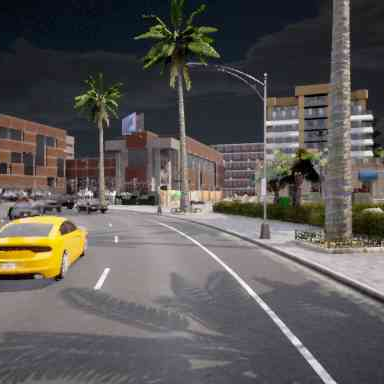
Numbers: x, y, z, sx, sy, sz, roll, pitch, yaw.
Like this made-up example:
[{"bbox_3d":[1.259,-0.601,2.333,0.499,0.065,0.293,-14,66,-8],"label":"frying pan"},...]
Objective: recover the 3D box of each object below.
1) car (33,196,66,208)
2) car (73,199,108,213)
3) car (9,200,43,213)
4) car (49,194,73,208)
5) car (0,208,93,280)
[{"bbox_3d":[-15.785,1.529,36.124,1.837,1.490,4.892,0,0,-40],"label":"car"},{"bbox_3d":[-10.799,1.625,35.616,1.895,1.301,4.718,0,0,-37],"label":"car"},{"bbox_3d":[-13.825,1.583,27.283,1.994,1.385,4.181,0,0,-31],"label":"car"},{"bbox_3d":[-17.566,1.251,43.359,5.566,2.045,2.150,0,0,38],"label":"car"},{"bbox_3d":[-4.402,1.484,9.866,1.882,1.535,5.008,0,0,-8],"label":"car"}]
